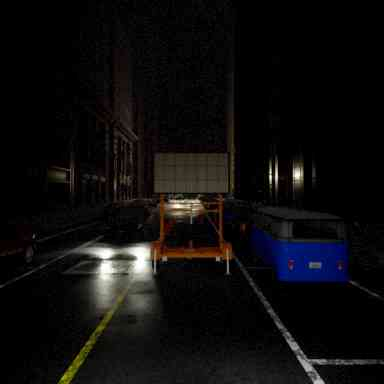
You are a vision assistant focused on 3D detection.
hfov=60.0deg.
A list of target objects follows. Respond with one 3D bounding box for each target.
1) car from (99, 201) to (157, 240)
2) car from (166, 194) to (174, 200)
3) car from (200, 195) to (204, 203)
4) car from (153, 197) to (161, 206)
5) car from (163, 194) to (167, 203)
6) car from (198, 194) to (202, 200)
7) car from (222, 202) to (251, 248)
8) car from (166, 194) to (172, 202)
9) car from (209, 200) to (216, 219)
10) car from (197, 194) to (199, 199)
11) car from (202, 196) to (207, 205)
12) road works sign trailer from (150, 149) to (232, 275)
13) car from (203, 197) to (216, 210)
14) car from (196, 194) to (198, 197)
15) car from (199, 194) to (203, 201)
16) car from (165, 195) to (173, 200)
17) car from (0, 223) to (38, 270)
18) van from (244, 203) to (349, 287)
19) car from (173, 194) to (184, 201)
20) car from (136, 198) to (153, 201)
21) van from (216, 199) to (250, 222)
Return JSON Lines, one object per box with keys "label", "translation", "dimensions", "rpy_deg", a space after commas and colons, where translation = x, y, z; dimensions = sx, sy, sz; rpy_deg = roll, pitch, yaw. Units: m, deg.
{"label": "car", "translation": [-3.132, 1.477, 17.212], "dimensions": [1.882, 1.535, 5.008], "rpy_deg": [0, 0, 0]}
{"label": "car", "translation": [-6.018, 1.348, 93.369], "dimensions": [1.967, 1.590, 4.097], "rpy_deg": [1, 0, 0]}
{"label": "car", "translation": [2.588, 1.523, 48.394], "dimensions": [1.887, 1.381, 4.507], "rpy_deg": [1, 0, 0]}
{"label": "car", "translation": [-5.937, 1.504, 48.203], "dimensions": [1.752, 1.417, 4.829], "rpy_deg": [1, 0, 0]}
{"label": "car", "translation": [-5.959, 1.547, 59.623], "dimensions": [1.802, 1.307, 4.206], "rpy_deg": [1, 0, 0]}
{"label": "car", "translation": [2.567, 1.510, 59.644], "dimensions": [1.887, 1.381, 4.507], "rpy_deg": [1, 0, 0]}
{"label": "car", "translation": [2.650, 1.440, 14.646], "dimensions": [1.967, 1.590, 4.097], "rpy_deg": [1, 0, 0]}
{"label": "car", "translation": [-5.977, 1.388, 70.872], "dimensions": [1.967, 1.590, 4.097], "rpy_deg": [1, 0, 0]}
{"label": "car", "translation": [2.628, 1.546, 25.896], "dimensions": [2.008, 1.369, 4.403], "rpy_deg": [1, 0, 0]}
{"label": "car", "translation": [2.557, 1.523, 65.270], "dimensions": [1.947, 1.339, 4.313], "rpy_deg": [1, 0, 0]}
{"label": "car", "translation": [2.598, 1.529, 42.770], "dimensions": [1.887, 1.381, 4.507], "rpy_deg": [1, 0, 0]}
{"label": "road works sign trailer", "translation": [-0.019, 0.465, 10.477], "dimensions": [2.380, 3.560, 2.880], "rpy_deg": [0, 0, 0]}
{"label": "car", "translation": [2.608, 1.540, 37.146], "dimensions": [2.008, 1.369, 4.403], "rpy_deg": [1, 0, 0]}
{"label": "car", "translation": [2.527, 1.473, 82.143], "dimensions": [1.887, 1.381, 4.507], "rpy_deg": [1, 0, 0]}
{"label": "car", "translation": [2.578, 1.517, 54.019], "dimensions": [1.887, 1.381, 4.507], "rpy_deg": [1, 0, 0]}
{"label": "car", "translation": [-6.010, 1.484, 87.745], "dimensions": [1.947, 1.339, 4.313], "rpy_deg": [1, 0, 0]}
{"label": "car", "translation": [-5.867, 1.545, 9.003], "dimensions": [1.887, 1.381, 4.507], "rpy_deg": [1, 0, 0]}
{"label": "van", "translation": [2.661, 1.342, 9.022], "dimensions": [1.690, 1.788, 3.998], "rpy_deg": [1, 0, 0]}
{"label": "car", "translation": [-3.150, 1.279, 82.417], "dimensions": [2.097, 1.767, 4.553], "rpy_deg": [0, 0, 0]}
{"label": "car", "translation": [-5.917, 1.540, 37.125], "dimensions": [2.008, 1.369, 4.403], "rpy_deg": [1, 0, 0]}
{"label": "van", "translation": [2.641, 1.339, 20.272], "dimensions": [1.690, 1.788, 3.998], "rpy_deg": [1, 0, 0]}
